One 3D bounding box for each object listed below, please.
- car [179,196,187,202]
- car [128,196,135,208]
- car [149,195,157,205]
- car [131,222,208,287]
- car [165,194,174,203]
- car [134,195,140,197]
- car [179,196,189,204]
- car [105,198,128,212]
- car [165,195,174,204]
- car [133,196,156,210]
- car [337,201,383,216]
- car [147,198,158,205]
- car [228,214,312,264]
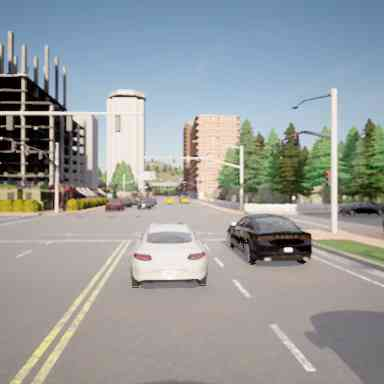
[{"bbox_3d":[-2.297,1.748,86.273,1.882,1.535,5.008,0,0,-4],"label":"car"},{"bbox_3d":[-10.681,1.755,52.939,1.882,1.535,5.008,0,0,-4],"label":"car"},{"bbox_3d":[-7.485,1.792,57.776,2.128,1.511,4.902,0,0,-4],"label":"car"},{"bbox_3d":[-0.665,1.575,9.421,1.812,1.442,4.674,0,0,-5],"label":"car"},{"bbox_3d":[-5.805,1.671,86.271,2.150,2.045,5.566,0,0,-4],"label":"car"},{"bbox_3d":[-11.318,1.877,63.083,2.033,1.411,5.357,0,0,-3],"label":"car"},{"bbox_3d":[-1.658,1.865,76.721,1.882,1.535,5.008,0,0,-4],"label":"car"},{"bbox_3d":[-10.068,1.707,43.609,1.882,1.535,5.008,0,0,-4],"label":"car"},{"bbox_3d":[-4.796,1.847,71.498,1.882,1.535,5.008,0,0,-4],"label":"car"},{"bbox_3d":[-6.893,1.745,48.664,2.128,1.511,4.902,0,0,-4],"label":"car"},{"bbox_3d":[17.257,1.655,33.678,4.902,1.511,2.128,0,0,-2],"label":"car"},{"bbox_3d":[-8.108,1.902,68.207,2.033,1.411,5.357,0,0,-4],"label":"car"},{"bbox_3d":[2.605,1.539,12.197,1.882,1.535,5.008,0,0,-5],"label":"car"}]
